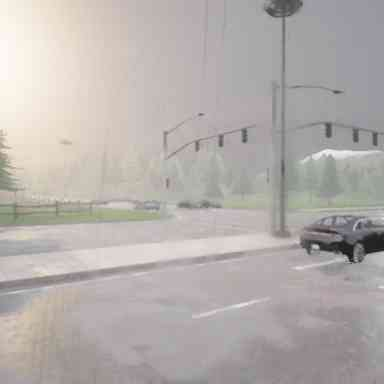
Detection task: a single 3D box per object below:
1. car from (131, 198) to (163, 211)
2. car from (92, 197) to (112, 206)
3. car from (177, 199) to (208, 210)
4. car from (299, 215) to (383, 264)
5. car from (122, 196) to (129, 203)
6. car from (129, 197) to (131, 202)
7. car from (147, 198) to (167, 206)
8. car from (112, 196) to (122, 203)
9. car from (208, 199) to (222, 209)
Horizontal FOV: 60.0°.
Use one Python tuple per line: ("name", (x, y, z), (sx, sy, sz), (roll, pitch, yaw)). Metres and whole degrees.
("car", (-5.914, 1.803, 44.110), (1.895, 1.301, 4.718), (1, 0, -35))
("car", (-16.580, 1.806, 59.543), (1.895, 1.301, 4.718), (1, 0, -34))
("car", (-0.388, 1.762, 48.440), (2.128, 1.511, 4.902), (1, 0, -35))
("car", (6.047, 1.610, 12.370), (4.902, 1.511, 2.128), (1, 0, -35))
("car", (-15.163, 1.601, 75.978), (2.097, 1.767, 4.553), (1, 0, -35))
("car", (-9.417, 1.799, 61.498), (1.812, 1.442, 4.674), (1, 0, -34))
("car", (-6.673, 1.833, 63.708), (1.812, 1.442, 4.674), (1, 0, -34))
("car", (-17.747, 1.773, 73.560), (1.994, 1.385, 4.181), (1, 0, -35))
("car", (2.560, 1.810, 50.336), (1.837, 1.490, 4.892), (1, 0, -35))
